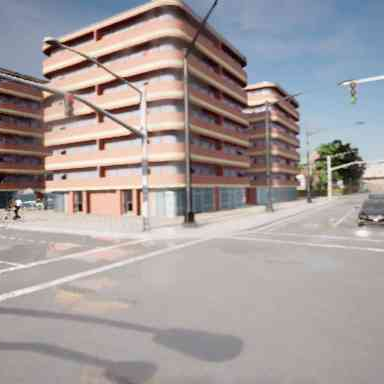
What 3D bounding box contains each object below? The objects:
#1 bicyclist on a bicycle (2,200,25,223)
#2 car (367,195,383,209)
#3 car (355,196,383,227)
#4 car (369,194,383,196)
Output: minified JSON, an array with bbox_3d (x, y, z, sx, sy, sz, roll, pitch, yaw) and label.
[{"bbox_3d":[-12.734,1.379,23.737,0.582,1.620,1.656,0,1,31],"label":"bicyclist on a bicycle"},{"bbox_3d":[20.103,1.068,35.848,1.895,1.301,4.718,-1,0,30],"label":"car"},{"bbox_3d":[11.058,1.226,19.983,1.837,1.490,4.892,-1,0,30],"label":"car"},{"bbox_3d":[15.580,0.946,27.944,2.097,1.767,4.553,-1,0,30],"label":"car"}]
